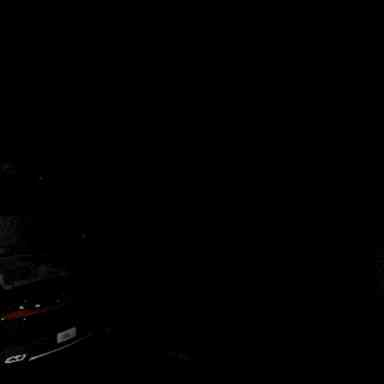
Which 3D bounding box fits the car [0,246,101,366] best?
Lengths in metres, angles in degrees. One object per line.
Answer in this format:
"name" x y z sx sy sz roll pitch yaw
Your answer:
"car" -3.360 1.587 5.479 4.403 1.369 2.008 0 0 36
